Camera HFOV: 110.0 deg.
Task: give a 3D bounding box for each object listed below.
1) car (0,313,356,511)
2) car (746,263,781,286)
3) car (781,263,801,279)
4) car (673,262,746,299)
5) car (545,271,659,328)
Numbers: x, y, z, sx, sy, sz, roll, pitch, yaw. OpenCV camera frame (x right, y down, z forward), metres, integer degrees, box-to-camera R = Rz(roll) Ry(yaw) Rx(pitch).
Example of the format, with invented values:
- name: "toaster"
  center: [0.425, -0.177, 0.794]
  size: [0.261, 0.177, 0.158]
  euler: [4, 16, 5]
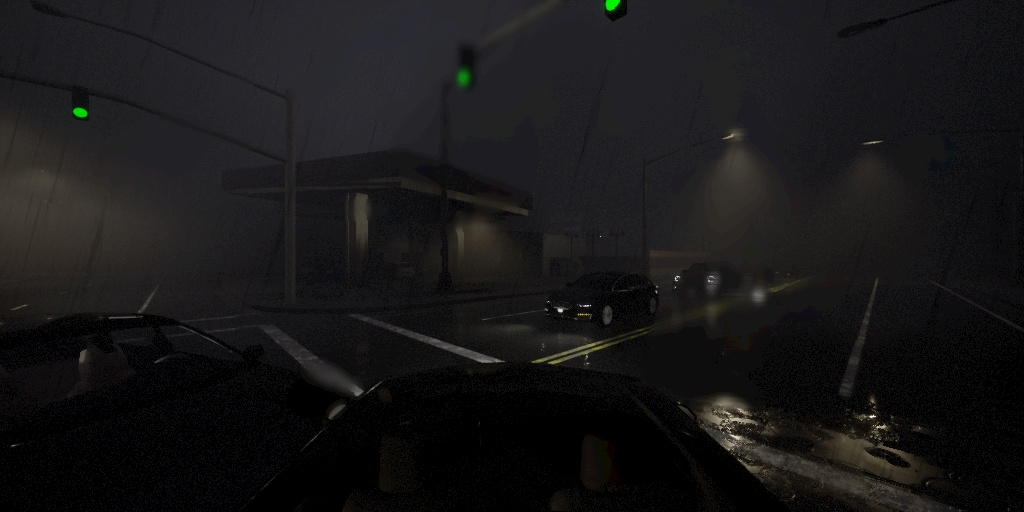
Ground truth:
- name: "car"
  center: [-3.379, 1.242, 2.693]
  size: [4.902, 1.511, 2.128]
  euler: [0, 0, 16]
- name: "car"
  center: [17.056, 1.314, 25.138]
  size: [4.181, 1.385, 1.994]
  euler: [0, 0, -45]
- name: "car"
  center: [24.304, 1.314, 32.075]
  size: [4.181, 1.385, 1.994]
  euler: [0, 0, -44]
- name: "car"
  center: [10.018, 1.102, 18.341]
  size: [4.553, 1.767, 2.097]
  euler: [0, 0, -44]
- name: "car"
  center: [3.069, 1.255, 11.608]
  size: [4.892, 1.490, 1.837]
  euler: [0, 0, -44]
